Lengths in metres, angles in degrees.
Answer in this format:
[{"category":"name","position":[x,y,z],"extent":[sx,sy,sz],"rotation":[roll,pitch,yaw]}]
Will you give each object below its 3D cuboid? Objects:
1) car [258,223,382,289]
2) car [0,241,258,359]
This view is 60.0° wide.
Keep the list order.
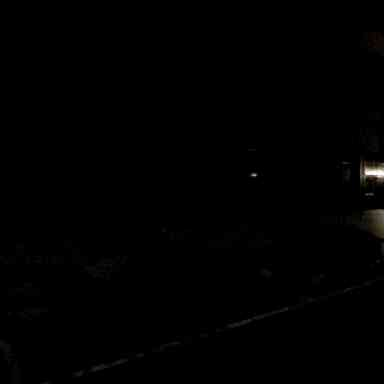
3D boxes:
[{"category":"car","position":[3.549,1.567,9.182],"extent":[4.313,1.339,1.947],"rotation":[0,0,-36]},{"category":"car","position":[-1.010,1.582,5.927],"extent":[4.206,1.307,1.802],"rotation":[0,0,-36]}]
